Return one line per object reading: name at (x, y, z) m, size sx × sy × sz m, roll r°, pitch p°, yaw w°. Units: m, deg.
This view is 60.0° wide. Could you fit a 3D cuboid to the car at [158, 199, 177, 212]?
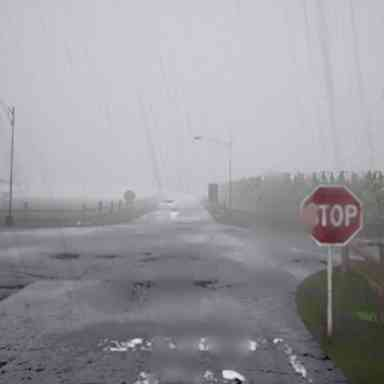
car at (-2.836, 1.534, 38.571) m, size 1.812 × 1.442 × 4.674 m, roll 0°, pitch 0°, yaw 0°
